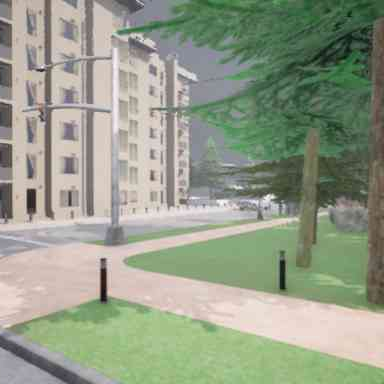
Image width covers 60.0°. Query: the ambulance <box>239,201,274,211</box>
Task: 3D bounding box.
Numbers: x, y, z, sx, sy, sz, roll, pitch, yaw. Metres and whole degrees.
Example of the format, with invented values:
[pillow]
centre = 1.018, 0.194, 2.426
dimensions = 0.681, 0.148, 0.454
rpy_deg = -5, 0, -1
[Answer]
[ambulance]
centre = 8.242, 1.114, 42.507
dimensions = 2.351, 2.431, 6.366
rpy_deg = 0, 0, 37
